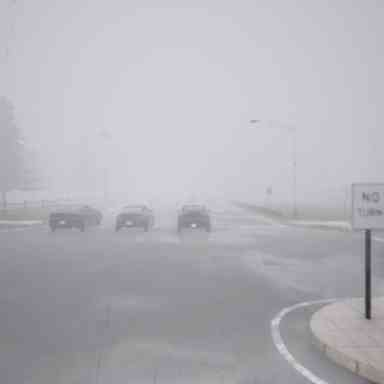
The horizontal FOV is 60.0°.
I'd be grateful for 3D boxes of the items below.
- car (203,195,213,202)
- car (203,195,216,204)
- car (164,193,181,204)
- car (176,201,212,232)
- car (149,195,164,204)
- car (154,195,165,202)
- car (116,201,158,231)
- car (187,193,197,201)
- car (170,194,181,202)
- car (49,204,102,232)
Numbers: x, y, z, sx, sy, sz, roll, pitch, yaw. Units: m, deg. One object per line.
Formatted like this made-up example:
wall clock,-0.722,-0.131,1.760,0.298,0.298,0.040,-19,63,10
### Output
car,3.505,1.346,72.325,1.882,1.535,5.008,0,0,0
car,3.504,1.529,62.322,1.994,1.385,4.181,0,0,0
car,-3.496,1.186,61.936,2.150,2.045,5.566,0,0,0
car,0.102,1.494,19.868,1.837,1.490,4.892,0,0,0
car,-6.996,1.512,61.906,2.033,1.411,5.357,0,0,0
car,-6.995,1.368,72.326,1.837,1.490,4.892,0,0,0
car,-3.412,1.514,20.360,1.812,1.442,4.674,0,0,0
car,0.004,1.443,61.906,1.882,1.535,5.008,0,0,0
car,-3.495,1.223,72.295,2.097,1.767,4.553,0,0,0
car,-6.898,1.466,20.201,1.882,1.535,5.008,0,0,0
